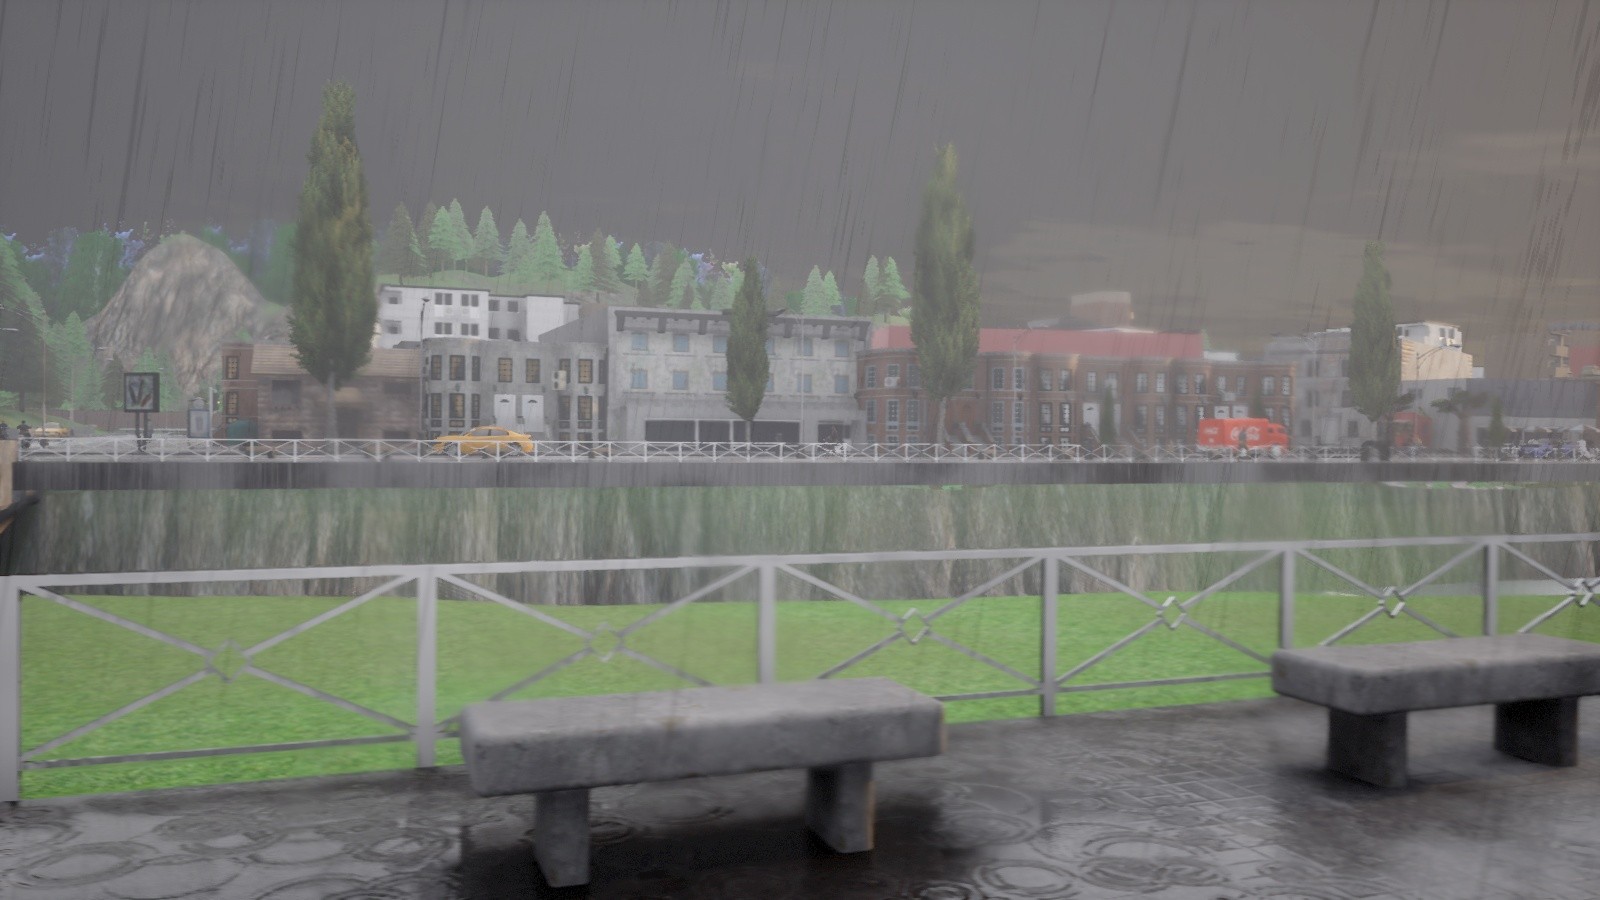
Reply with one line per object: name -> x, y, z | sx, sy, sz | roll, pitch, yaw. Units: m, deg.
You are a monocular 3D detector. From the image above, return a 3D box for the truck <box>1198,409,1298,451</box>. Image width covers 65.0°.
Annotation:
truck -> 27.015, -1.213, 75.698 | 5.204, 2.467, 2.627 | -1, 1, -21

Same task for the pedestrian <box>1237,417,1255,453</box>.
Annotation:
pedestrian -> 23.042, -0.798, 64.939 | 0.694, 1.848, 0.540 | -1, 1, -24

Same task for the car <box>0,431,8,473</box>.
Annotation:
car -> -36.815, 0.138, 53.704 | 1.932, 1.855, 4.605 | -1, 1, 42

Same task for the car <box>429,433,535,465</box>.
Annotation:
car -> -16.123, -0.085, 63.590 | 5.008, 1.535, 1.882 | -1, 1, -21
